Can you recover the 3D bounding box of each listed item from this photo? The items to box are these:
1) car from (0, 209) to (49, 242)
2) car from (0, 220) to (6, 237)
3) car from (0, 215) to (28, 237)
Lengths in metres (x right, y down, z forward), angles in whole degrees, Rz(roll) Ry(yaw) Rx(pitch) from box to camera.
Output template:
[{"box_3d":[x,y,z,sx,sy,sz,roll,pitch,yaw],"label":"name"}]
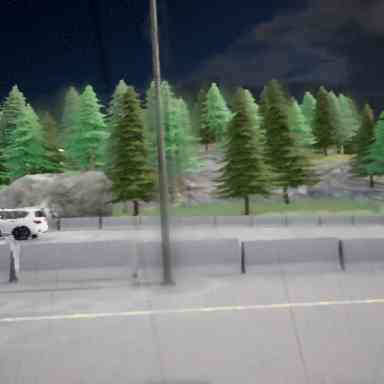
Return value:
[{"box_3d":[-12.252,2.117,21.470,5.566,2.045,2.150,-1,-2,-7],"label":"car"},{"box_3d":[-13.045,2.384,17.826,4.718,1.301,1.895,-1,-2,-7],"label":"car"},{"box_3d":[-15.130,2.522,24.614,5.008,1.535,1.882,-1,-2,-7],"label":"car"}]
